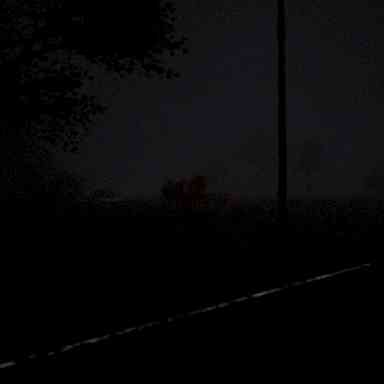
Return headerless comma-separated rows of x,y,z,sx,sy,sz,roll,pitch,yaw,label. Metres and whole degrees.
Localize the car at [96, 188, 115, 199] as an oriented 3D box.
-16.632,0.223,63.496,2.150,2.045,5.566,-2,2,-35,car
